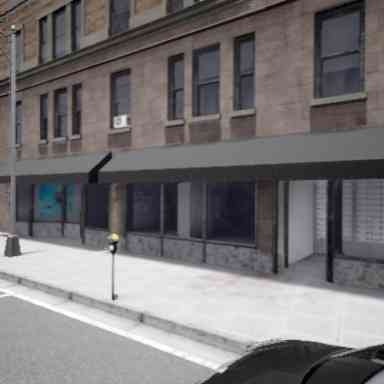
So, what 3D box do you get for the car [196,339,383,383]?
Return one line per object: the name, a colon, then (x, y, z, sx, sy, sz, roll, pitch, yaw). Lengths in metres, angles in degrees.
car: (1.874, 1.568, 1.740, 4.313, 1.339, 1.947, 0, 0, 35)
